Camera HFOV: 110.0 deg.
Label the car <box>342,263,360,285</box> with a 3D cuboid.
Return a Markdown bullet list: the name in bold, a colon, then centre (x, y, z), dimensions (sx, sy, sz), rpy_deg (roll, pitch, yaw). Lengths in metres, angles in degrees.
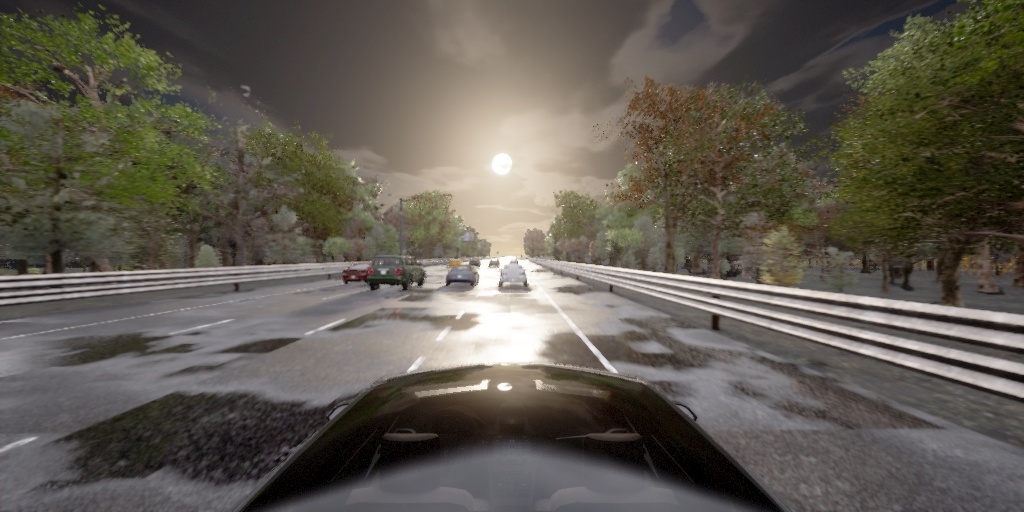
- **car**: centre (-10.409, 1.221, 25.980), dimensions (1.882, 1.535, 5.008), rpy_deg (0, 0, 0)

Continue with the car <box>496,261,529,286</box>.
- **car**: centre (0.084, 1.269, 24.832), dimensions (1.812, 1.442, 4.674), rpy_deg (0, 0, 0)

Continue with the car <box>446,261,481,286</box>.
- **car**: centre (-3.411, 1.308, 25.436), dimensions (1.994, 1.385, 4.181), rpy_deg (0, 0, 0)

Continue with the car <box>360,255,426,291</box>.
- **car**: centre (-6.921, 0.967, 22.022), dimensions (2.150, 2.045, 5.566), rpy_deg (0, 0, 0)
